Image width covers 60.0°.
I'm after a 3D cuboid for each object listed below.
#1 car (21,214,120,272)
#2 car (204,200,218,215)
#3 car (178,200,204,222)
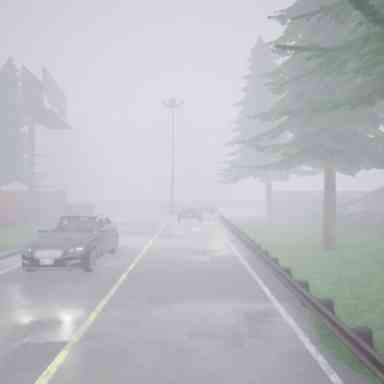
[{"bbox_3d":[-3.659,1.494,10.826,2.128,1.511,4.902,0,0,0],"label":"car"},{"bbox_3d":[0.839,1.571,34.460,2.033,1.411,5.357,0,0,-23],"label":"car"},{"bbox_3d":[-0.158,1.528,26.474,1.812,1.442,4.674,0,0,1],"label":"car"}]
